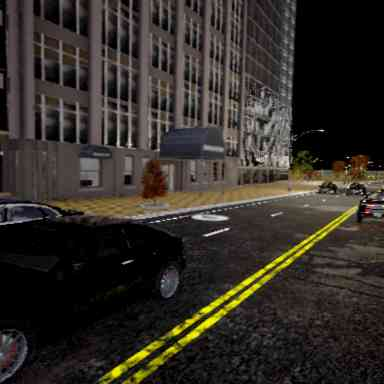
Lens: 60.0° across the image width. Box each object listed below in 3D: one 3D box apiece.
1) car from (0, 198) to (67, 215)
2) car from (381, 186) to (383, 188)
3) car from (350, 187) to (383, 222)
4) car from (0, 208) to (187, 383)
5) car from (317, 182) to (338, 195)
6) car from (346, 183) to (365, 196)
[{"bbox_3d":[-4.440,0.906,6.924,2.128,1.511,4.902,4,4,31],"label":"car"},{"bbox_3d":[25.320,-0.254,42.556,2.128,1.511,4.902,4,4,31],"label":"car"},{"bbox_3d":[9.803,0.755,17.322,2.128,1.511,4.902,4,4,31],"label":"car"},{"bbox_3d":[-1.807,1.140,5.037,1.812,1.442,4.674,4,4,32],"label":"car"},{"bbox_3d":[17.299,-0.483,42.226,1.837,1.490,4.892,4,4,32],"label":"car"},{"bbox_3d":[20.110,-0.294,40.605,1.837,1.490,4.892,4,4,32],"label":"car"}]
